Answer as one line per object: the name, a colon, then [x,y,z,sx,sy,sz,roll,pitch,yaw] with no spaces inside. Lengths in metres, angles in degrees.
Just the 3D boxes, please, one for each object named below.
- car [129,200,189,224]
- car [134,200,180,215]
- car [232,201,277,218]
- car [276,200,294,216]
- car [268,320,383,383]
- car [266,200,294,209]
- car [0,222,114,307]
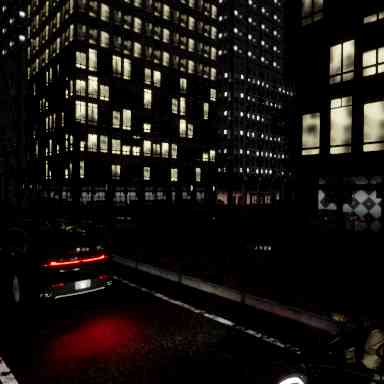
car: [-2.566,1.524,26.511,5.009,1.841,2.192,1,0,-40]
car: [-3.812,1.648,36.439,4.829,1.417,1.752,1,0,-40]
car: [6.169,1.833,33.911,4.829,1.417,1.752,1,0,-40]
car: [10.343,1.936,37.447,4.206,1.307,1.802,1,0,-40]
car: [2.426,1.352,1.325,2.097,1.767,4.553,0,0,-41]
car: [13.527,1.882,51.124,4.313,1.339,1.947,1,0,-40]
car: [-3.659,1.501,8.115,1.837,1.490,4.892,0,0,-41]
